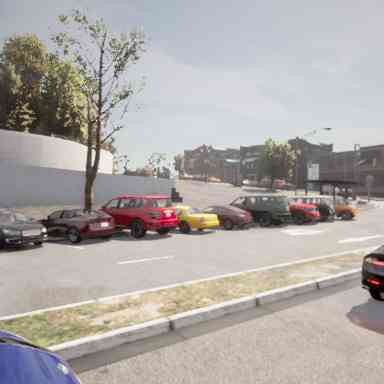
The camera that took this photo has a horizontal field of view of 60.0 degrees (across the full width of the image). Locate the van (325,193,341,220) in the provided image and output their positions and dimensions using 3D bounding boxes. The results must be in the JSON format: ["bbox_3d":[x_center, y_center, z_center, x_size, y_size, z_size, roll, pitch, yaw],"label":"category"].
[{"bbox_3d":[9.053,1.294,26.415,4.442,1.987,1.878,-1,-1,35],"label":"van"}]

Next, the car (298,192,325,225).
[{"bbox_3d":[6.514,1.265,24.747,5.566,2.045,2.435,-1,-1,35],"label":"car"}]

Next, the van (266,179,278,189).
[{"bbox_3d":[17.716,-1.498,68.873,1.878,1.987,4.442,7,4,35],"label":"van"}]

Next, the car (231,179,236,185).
[{"bbox_3d":[10.845,-2.324,78.863,2.002,1.452,4.674,7,3,35],"label":"car"}]

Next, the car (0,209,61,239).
[{"bbox_3d":[-8.224,1.494,14.346,4.892,1.521,2.231,-1,-1,35],"label":"car"}]

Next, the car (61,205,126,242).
[{"bbox_3d":[-5.803,1.524,16.091,4.792,1.488,2.163,-1,-1,35],"label":"car"}]

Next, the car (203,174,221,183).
[{"bbox_3d":[5.744,-3.183,86.376,1.946,1.575,5.366,7,3,34],"label":"car"}]

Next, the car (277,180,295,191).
[{"bbox_3d":[19.475,-1.000,66.510,2.231,1.521,4.892,7,3,35],"label":"car"}]

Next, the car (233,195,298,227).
[{"bbox_3d":[3.999,1.260,23.043,5.566,2.045,2.435,-1,-1,35],"label":"car"}]

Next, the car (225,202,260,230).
[{"bbox_3d":[1.571,1.547,21.287,4.674,1.452,2.002,-1,-1,35],"label":"car"}]

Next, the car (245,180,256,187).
[{"bbox_3d":[14.416,-1.819,74.078,1.946,1.575,5.366,7,3,35],"label":"car"}]

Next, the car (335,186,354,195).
[{"bbox_3d":[26.370,0.129,56.648,2.002,1.452,4.674,7,3,35],"label":"car"}]

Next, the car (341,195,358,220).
[{"bbox_3d":[11.463,1.400,28.164,4.553,1.767,2.185,-1,-1,35],"label":"car"}]

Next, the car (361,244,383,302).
[{"bbox_3d":[5.522,1.500,7.059,4.902,1.511,2.128,0,0,-35],"label":"car"}]

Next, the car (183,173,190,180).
[{"bbox_3d":[0.373,-4.092,93.574,2.185,1.767,4.553,4,1,33],"label":"car"}]

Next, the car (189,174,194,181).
[{"bbox_3d":[2.101,-3.857,91.103,2.185,1.767,4.553,6,3,34],"label":"car"}]

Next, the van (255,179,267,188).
[{"bbox_3d":[15.989,-1.771,71.346,1.878,1.987,4.442,7,4,35],"label":"van"}]

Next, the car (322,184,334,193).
[{"bbox_3d":[24.681,-0.434,59.122,2.435,2.045,5.566,7,3,35],"label":"car"}]

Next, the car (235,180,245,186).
[{"bbox_3d":[12.586,-2.051,76.399,2.002,1.452,4.674,7,4,35],"label":"car"}]

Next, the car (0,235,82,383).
[{"bbox_3d":[-2.616,1.351,1.266,4.553,1.767,2.097,0,0,-35],"label":"car"}]

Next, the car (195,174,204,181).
[{"bbox_3d":[3.894,-3.706,88.636,2.435,2.045,5.566,7,3,34],"label":"car"}]

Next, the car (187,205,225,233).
[{"bbox_3d":[-1.037,1.502,19.661,5.366,1.575,1.946,-1,-1,35],"label":"car"}]

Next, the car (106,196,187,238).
[{"bbox_3d":[-3.357,1.247,17.835,5.566,2.045,2.435,-1,-1,35],"label":"car"}]
